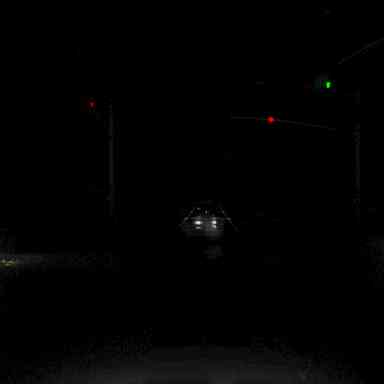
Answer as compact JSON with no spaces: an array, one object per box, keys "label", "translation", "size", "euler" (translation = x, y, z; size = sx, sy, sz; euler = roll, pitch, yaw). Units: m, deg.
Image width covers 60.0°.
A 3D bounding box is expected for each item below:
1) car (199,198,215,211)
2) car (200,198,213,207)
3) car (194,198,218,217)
[{"label":"car","translation":[1.792,1.470,40.684],"size":[1.837,1.490,4.892],"euler":[0,0,3]},{"label":"car","translation":[2.285,1.566,50.821],"size":[1.895,1.301,4.718],"euler":[0,0,3]},{"label":"car","translation":[1.361,1.491,31.529],"size":[1.812,1.442,4.674],"euler":[0,0,3]}]
